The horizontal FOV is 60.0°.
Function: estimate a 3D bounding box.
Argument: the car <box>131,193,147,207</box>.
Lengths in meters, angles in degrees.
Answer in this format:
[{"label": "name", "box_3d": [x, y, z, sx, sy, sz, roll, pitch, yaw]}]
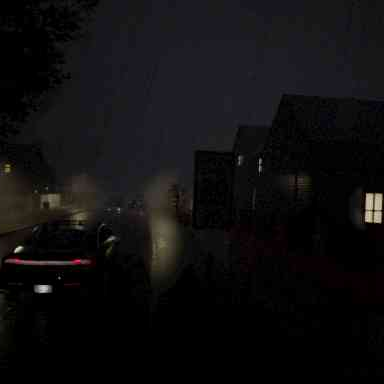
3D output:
[{"label": "car", "box_3d": [-7.647, 1.105, 48.608, 2.097, 1.767, 4.553, 2, 0, -7]}]

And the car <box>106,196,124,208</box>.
[{"label": "car", "box_3d": [-9.727, 1.231, 42.724, 1.994, 1.385, 4.181, 2, 0, -7]}]

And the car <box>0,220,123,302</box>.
[{"label": "car", "box_3d": [-2.825, 1.427, 8.093, 2.128, 1.511, 4.902, 2, 0, -7]}]

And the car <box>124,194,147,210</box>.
[{"label": "car", "box_3d": [-6.440, 1.313, 38.885, 1.812, 1.442, 4.674, 2, 0, -6]}]
